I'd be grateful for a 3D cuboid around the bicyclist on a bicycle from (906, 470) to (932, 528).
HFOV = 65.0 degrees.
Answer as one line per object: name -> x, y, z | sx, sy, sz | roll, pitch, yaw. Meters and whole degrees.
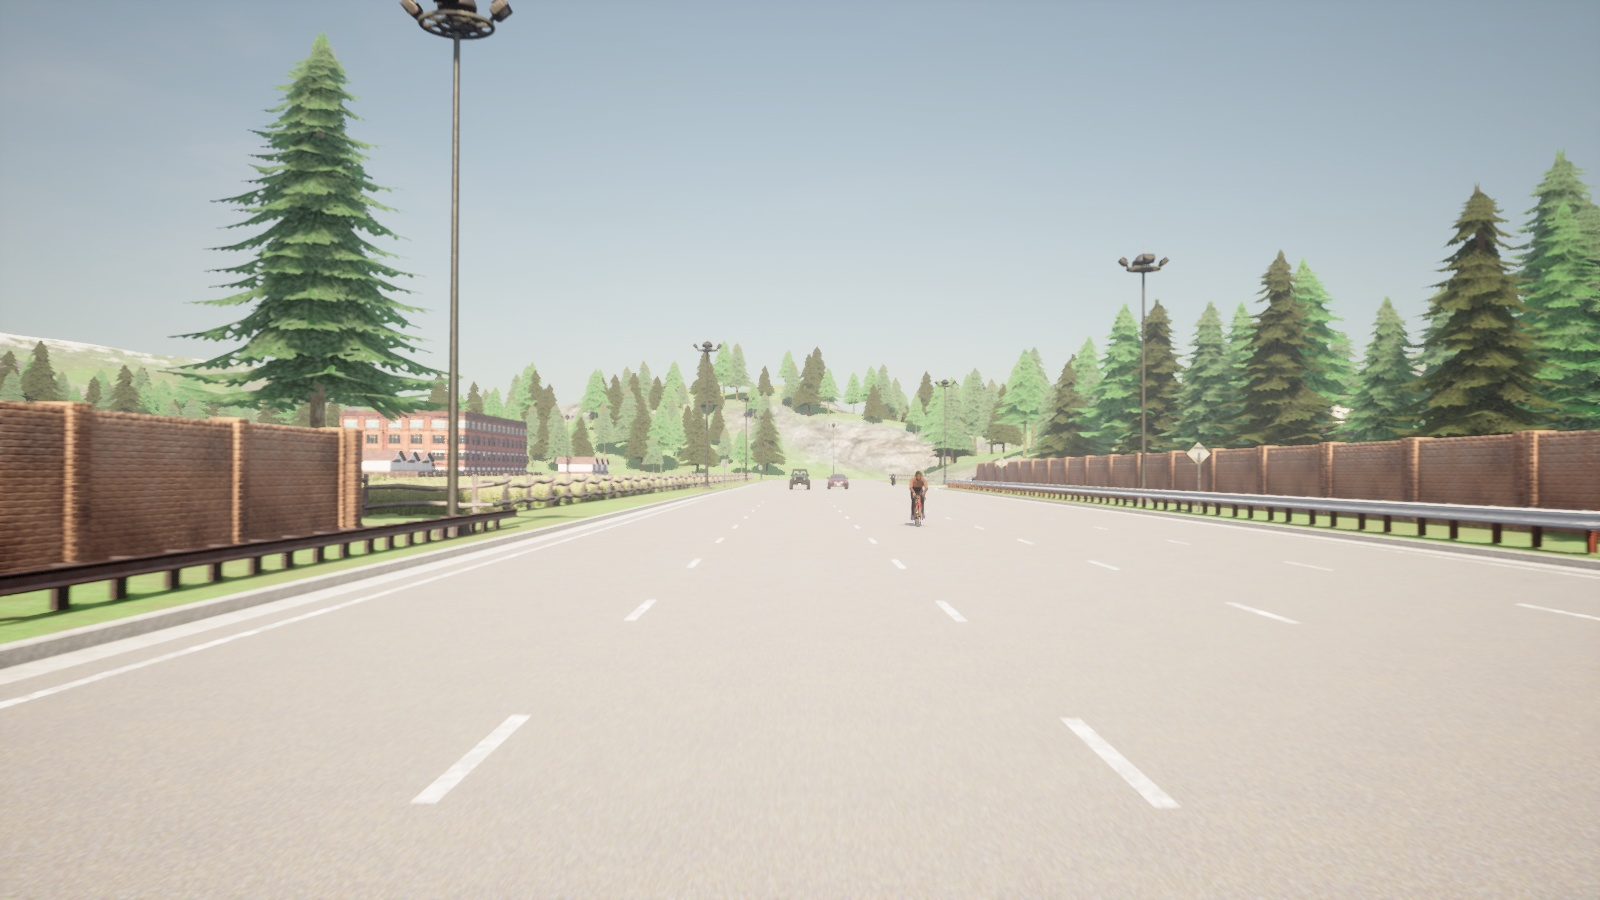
bicyclist on a bicycle -> 3.411, 1.400, 36.206 | 0.582, 1.620, 1.656 | 0, -1, 0
